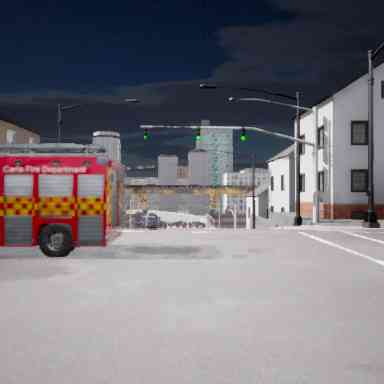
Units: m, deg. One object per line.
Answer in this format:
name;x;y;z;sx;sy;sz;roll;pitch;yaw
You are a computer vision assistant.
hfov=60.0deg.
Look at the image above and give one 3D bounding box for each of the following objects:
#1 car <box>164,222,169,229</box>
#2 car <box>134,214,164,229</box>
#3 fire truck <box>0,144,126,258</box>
car;-3.762;4.202;37.899;1.994;1.385;4.181;0;-12;-1
car;-3.645;2.561;27.986;1.812;1.442;4.674;0;-9;0
fire truck;-6.917;0.259;12.235;8.468;3.827;2.891;0;0;-1
